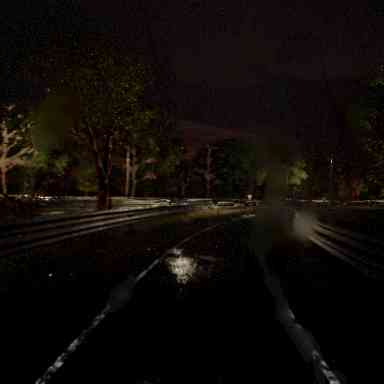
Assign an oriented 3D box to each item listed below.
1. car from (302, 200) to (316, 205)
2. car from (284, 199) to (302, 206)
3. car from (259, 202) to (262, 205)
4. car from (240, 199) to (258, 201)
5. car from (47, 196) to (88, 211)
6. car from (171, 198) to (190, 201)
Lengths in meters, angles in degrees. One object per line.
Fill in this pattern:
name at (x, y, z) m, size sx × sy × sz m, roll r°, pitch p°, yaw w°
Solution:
car at (31.223, 2.969, 87.539) m, size 1.882 × 1.535 × 5.008 m, roll 2°, pitch 0°, yaw 44°
car at (26.086, 2.803, 87.252) m, size 1.882 × 1.535 × 5.008 m, roll 2°, pitch 0°, yaw 44°
car at (14.895, 2.495, 80.686) m, size 2.033 × 1.411 × 5.357 m, roll 2°, pitch 0°, yaw 44°
car at (11.866, 2.322, 72.500) m, size 1.882 × 1.535 × 5.008 m, roll 2°, pitch 0°, yaw 44°
car at (-14.811, 1.236, 39.777) m, size 2.097 × 1.767 × 4.553 m, roll 2°, pitch 0°, yaw 44°
car at (-1.773, 1.861, 63.393) m, size 1.882 × 1.535 × 5.008 m, roll 2°, pitch 0°, yaw 44°
